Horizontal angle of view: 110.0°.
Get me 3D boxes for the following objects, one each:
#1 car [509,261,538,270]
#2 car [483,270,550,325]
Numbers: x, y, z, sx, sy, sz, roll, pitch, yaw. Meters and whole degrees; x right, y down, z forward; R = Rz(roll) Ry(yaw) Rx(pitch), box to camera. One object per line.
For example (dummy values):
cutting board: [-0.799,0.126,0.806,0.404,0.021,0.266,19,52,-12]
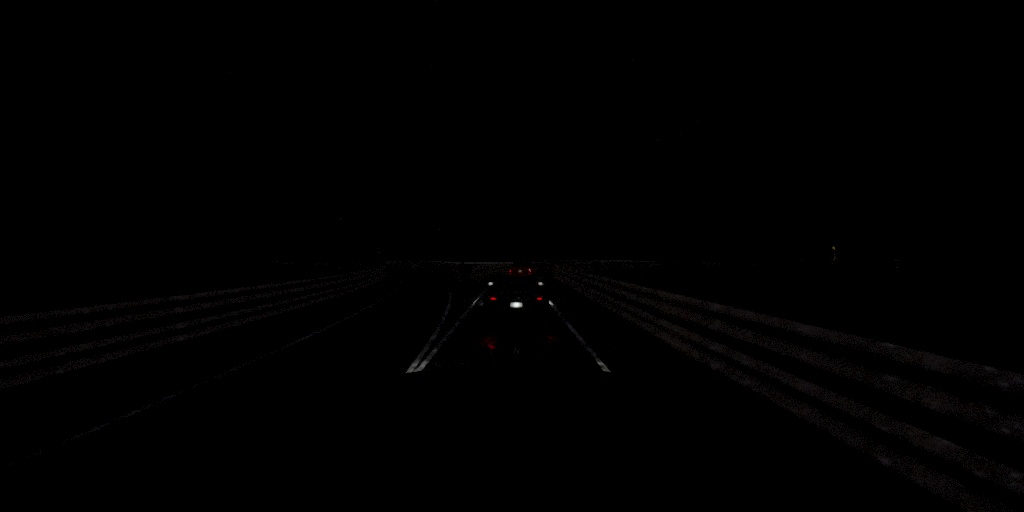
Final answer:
car: [1.048,1.234,30.922,2.097,1.767,4.553,-1,0,11]
car: [0.123,1.344,11.983,1.994,1.385,4.181,0,0,0]
